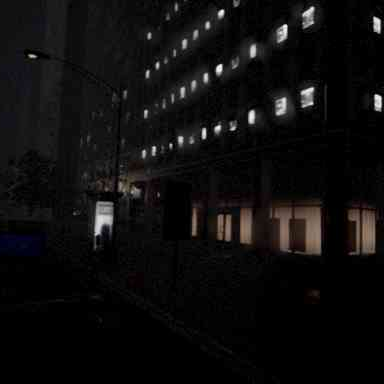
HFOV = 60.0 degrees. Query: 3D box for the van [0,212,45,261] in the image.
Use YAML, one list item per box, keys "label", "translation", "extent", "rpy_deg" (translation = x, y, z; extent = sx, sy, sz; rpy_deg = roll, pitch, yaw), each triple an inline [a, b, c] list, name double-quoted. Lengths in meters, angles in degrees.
- label: "van"
  translation: [-7.776, 2.019, 15.052]
  extent: [1.690, 1.788, 3.998]
  rpy_deg: [6, -5, -32]
